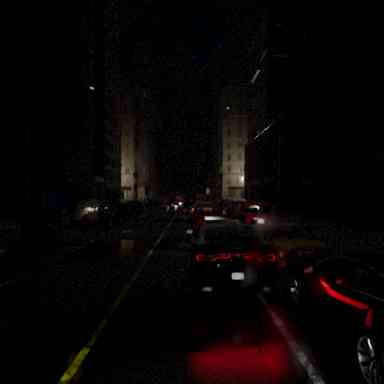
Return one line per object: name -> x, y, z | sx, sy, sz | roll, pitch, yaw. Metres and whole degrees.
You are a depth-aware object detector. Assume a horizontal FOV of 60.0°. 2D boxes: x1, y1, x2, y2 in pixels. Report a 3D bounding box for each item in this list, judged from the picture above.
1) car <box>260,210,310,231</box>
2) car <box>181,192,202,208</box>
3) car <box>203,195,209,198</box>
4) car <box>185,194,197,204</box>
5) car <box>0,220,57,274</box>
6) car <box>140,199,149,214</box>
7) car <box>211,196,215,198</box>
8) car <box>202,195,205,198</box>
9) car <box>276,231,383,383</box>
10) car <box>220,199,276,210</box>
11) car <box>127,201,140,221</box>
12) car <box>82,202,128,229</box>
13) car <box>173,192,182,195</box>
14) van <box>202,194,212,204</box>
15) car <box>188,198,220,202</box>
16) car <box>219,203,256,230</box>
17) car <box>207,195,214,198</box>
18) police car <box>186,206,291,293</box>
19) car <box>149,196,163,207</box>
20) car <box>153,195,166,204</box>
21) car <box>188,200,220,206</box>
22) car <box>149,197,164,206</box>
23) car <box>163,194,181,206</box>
car -> 2.836, 1.512, 10.683 | 1.752, 1.417, 4.829 | 0, 0, 0
car -> -0.086, 1.293, 46.854 | 2.097, 1.767, 4.553 | 0, 0, 0
car -> 2.765, 1.496, 43.654 | 2.008, 1.369, 4.403 | 0, 0, 0
car -> -0.129, 1.276, 60.259 | 2.097, 1.767, 4.553 | 0, 0, 0
car -> -5.690, 1.569, 10.477 | 1.802, 1.307, 4.206 | 0, 0, 0
car -> -5.737, 1.525, 32.577 | 1.947, 1.339, 4.313 | 0, 0, 0
car -> 2.800, 1.406, 27.084 | 1.967, 1.590, 4.097 | 0, 0, 0
car -> 2.753, 1.504, 49.178 | 1.947, 1.339, 4.313 | 0, 0, 0
car -> 2.847, 1.560, 4.989 | 1.947, 1.339, 4.313 | 0, 0, 0
car -> 2.824, 1.295, 16.036 | 2.192, 1.841, 5.009 | 0, 0, 0
car -> -5.726, 1.532, 27.051 | 1.947, 1.339, 4.313 | 0, 0, 0
car -> -5.713, 1.518, 21.526 | 1.887, 1.381, 4.507 | 0, 0, 0
car -> -3.149, 1.133, 69.849 | 2.150, 2.045, 5.566 | 0, 0, 0
van -> 2.730, 1.266, 60.225 | 1.690, 1.788, 3.998 | 0, 0, 0
car -> 0.847, 1.447, 24.889 | 1.882, 1.535, 5.008 | 0, 0, 0
car -> 2.812, 1.498, 21.730 | 1.752, 1.417, 4.829 | 0, 0, 0
car -> 2.788, 1.399, 32.607 | 1.967, 1.590, 4.097 | 0, 0, 0
police car -> 0.880, 1.415, 8.999 | 1.930, 1.638, 5.238 | 0, 0, 0
car -> -5.772, 1.520, 49.152 | 1.802, 1.307, 4.206 | 0, 0, 0
car -> -5.796, 1.364, 60.202 | 1.967, 1.590, 4.097 | 0, 0, 0
car -> 0.860, 1.455, 18.889 | 1.882, 1.535, 5.008 | 0, 0, 0
car -> -5.784, 1.497, 54.677 | 1.947, 1.339, 4.313 | 0, 0, 0
car -> -3.195, 1.479, 54.343 | 2.033, 1.411, 5.357 | 0, 0, 0
